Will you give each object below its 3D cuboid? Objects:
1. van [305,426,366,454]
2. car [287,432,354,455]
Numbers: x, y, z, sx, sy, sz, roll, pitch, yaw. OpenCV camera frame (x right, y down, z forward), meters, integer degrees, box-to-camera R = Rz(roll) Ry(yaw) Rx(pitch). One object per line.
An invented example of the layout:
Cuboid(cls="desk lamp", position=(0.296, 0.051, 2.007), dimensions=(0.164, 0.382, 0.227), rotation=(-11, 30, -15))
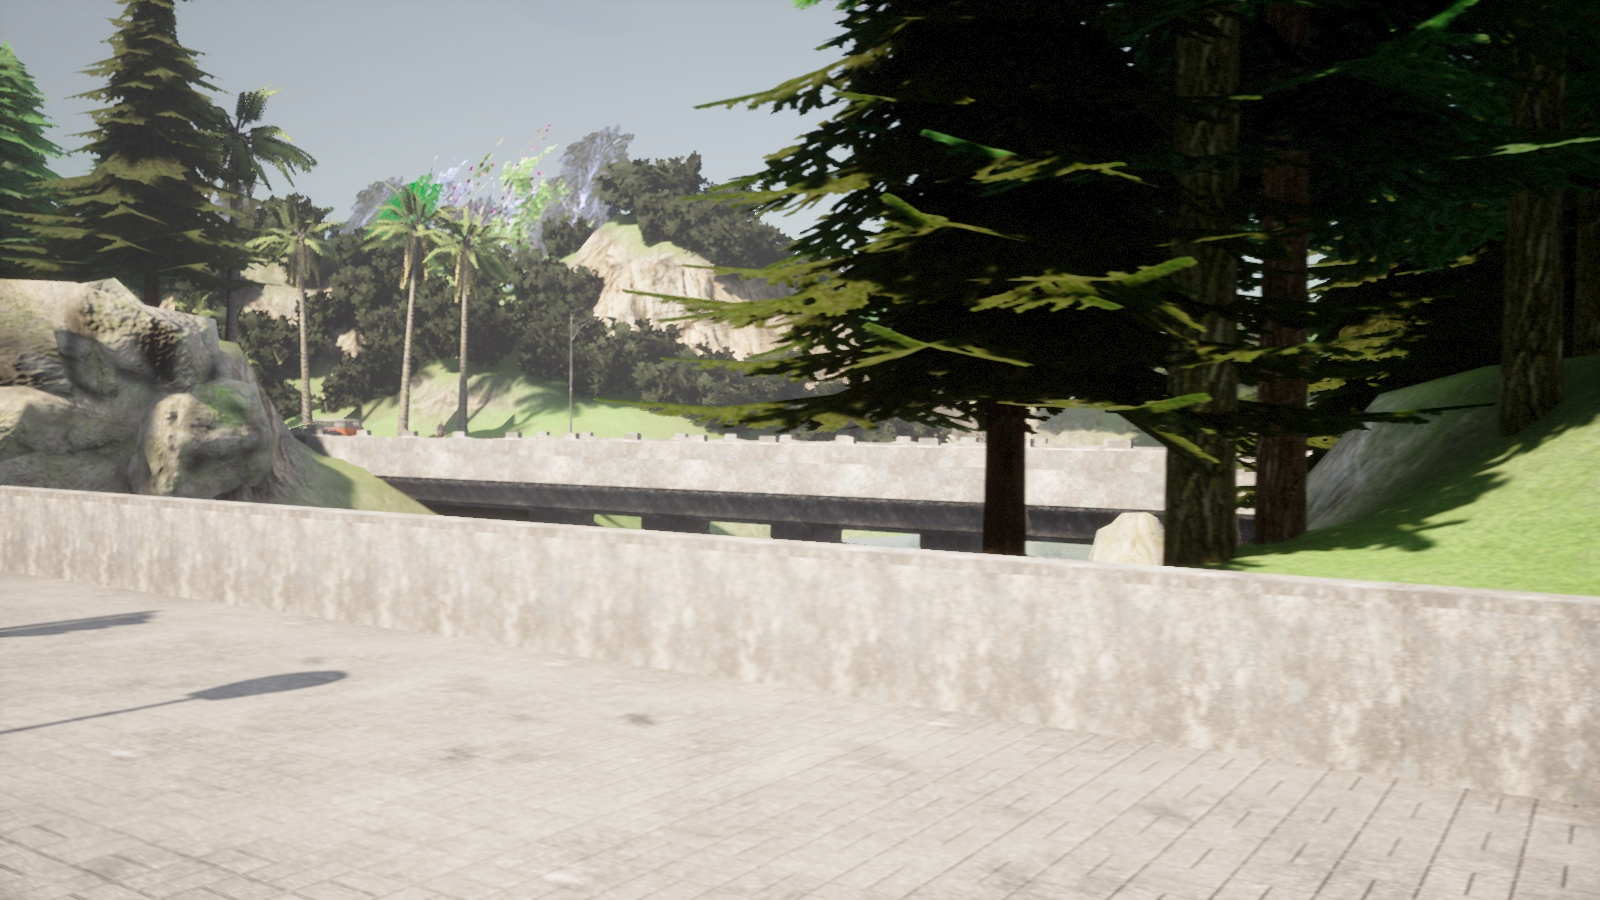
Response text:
Cuboid(cls="van", position=(-33.567, -0.706, 90.723), dimensions=(4.442, 1.987, 1.775), rotation=(0, 1, 34))
Cuboid(cls="car", position=(-32.542, -0.434, 85.247), dimensions=(4.514, 1.525, 2.007), rotation=(0, 1, 34))
